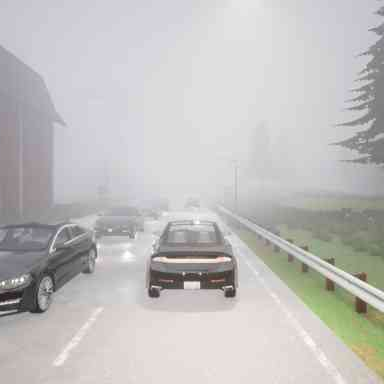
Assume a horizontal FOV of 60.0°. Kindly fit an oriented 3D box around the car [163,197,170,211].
[{"bbox_3d":[-3.553,1.337,37.845,1.882,1.535,5.008,0,0,0],"label":"car"}]

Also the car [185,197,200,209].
[{"bbox_3d":[0.072,1.390,42.791,2.033,1.411,5.357,0,0,0],"label":"car"}]

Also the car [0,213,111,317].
[{"bbox_3d":[-3.600,1.464,7.621,2.128,1.511,4.902,0,0,0],"label":"car"}]

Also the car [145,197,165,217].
[{"bbox_3d":[-3.594,1.424,27.357,1.812,1.442,4.674,0,0,0],"label":"car"}]

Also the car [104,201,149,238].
[{"bbox_3d":[-3.598,1.442,17.092,1.837,1.490,4.892,0,0,0],"label":"car"}]

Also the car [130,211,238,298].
[{"bbox_3d":[0.001,1.464,8.440,2.128,1.511,4.902,0,0,0],"label":"car"}]
